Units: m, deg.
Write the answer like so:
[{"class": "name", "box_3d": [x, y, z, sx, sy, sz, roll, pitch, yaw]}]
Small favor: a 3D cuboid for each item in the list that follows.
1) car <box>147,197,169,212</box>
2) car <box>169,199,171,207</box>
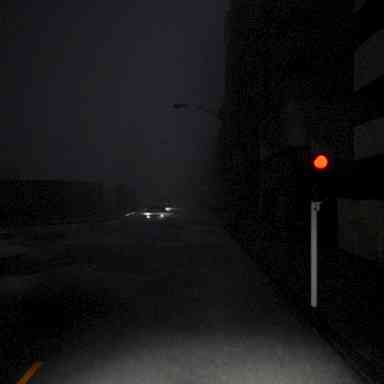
[{"class": "car", "box_3d": [-4.187, 1.478, 39.509, 1.882, 1.535, 5.008, 0, 0, 0]}, {"class": "car", "box_3d": [-4.178, 1.505, 49.536, 1.837, 1.490, 4.892, 0, 0, 1]}]
